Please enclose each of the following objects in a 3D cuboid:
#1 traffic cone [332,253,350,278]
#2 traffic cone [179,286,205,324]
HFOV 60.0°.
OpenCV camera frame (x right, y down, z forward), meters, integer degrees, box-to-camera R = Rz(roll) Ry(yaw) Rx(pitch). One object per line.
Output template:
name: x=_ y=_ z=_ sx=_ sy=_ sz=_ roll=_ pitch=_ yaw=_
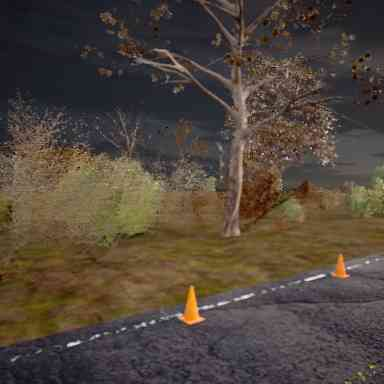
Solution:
traffic cone: x=3.952 y=1.931 z=8.841 sx=0.340 sy=0.580 sz=0.340 roll=0 pitch=0 yaw=-38
traffic cone: x=-0.001 y=1.950 z=5.863 sx=0.340 sy=0.580 sz=0.340 roll=0 pitch=0 yaw=-36
